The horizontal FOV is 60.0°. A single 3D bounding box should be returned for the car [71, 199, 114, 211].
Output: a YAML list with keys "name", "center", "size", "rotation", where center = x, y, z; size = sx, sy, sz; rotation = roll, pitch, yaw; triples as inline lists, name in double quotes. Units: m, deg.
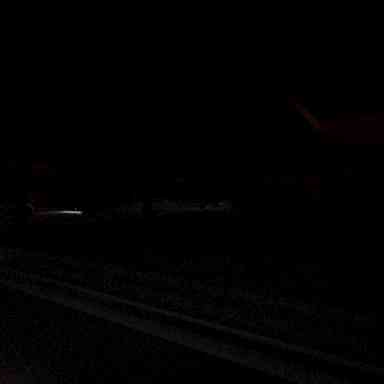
- name: "car"
  center: [-11.990, 1.547, 40.650]
  size: [2.033, 1.411, 5.357]
  rotation: [0, 0, 34]

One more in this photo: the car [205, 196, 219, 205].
- name: "car"
  center: [3.486, 1.505, 58.535]
  size: [1.837, 1.490, 4.892]
  rotation: [0, 0, 14]

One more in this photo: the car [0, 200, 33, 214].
- name: "car"
  center: [-17.750, 1.526, 32.082]
  size: [1.812, 1.442, 4.674]
  rotation: [0, 0, 34]
